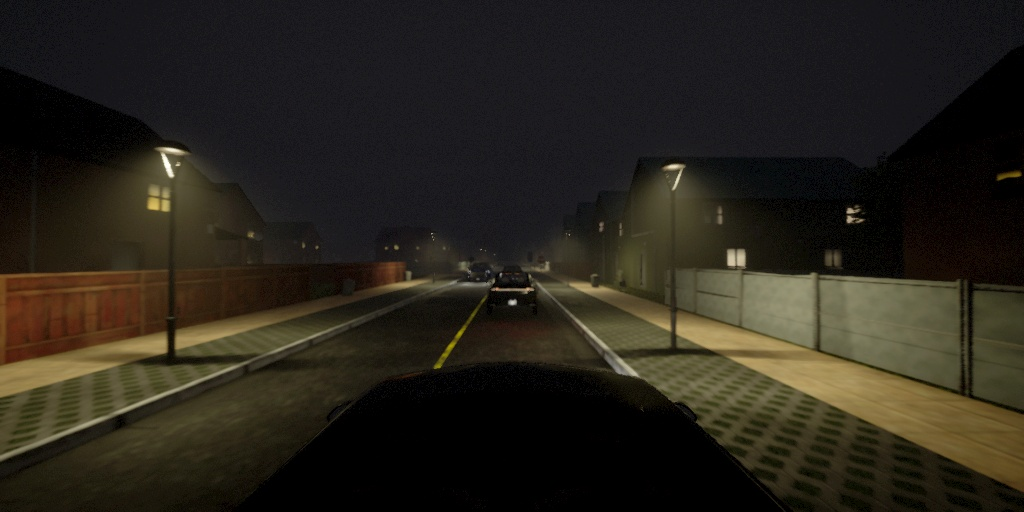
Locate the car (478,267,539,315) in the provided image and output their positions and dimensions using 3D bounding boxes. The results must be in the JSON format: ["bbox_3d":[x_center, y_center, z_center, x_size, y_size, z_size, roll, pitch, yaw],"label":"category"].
[{"bbox_3d":[0.038,1.348,14.246,2.128,1.511,4.902,0,0,1],"label":"car"}]

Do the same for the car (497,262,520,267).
[{"bbox_3d":[0.027,1.484,28.798,1.837,1.490,4.892,0,0,1],"label":"car"}]

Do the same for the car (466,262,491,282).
[{"bbox_3d":[-2.814,1.359,32.156,2.097,1.767,4.553,0,0,1],"label":"car"}]
